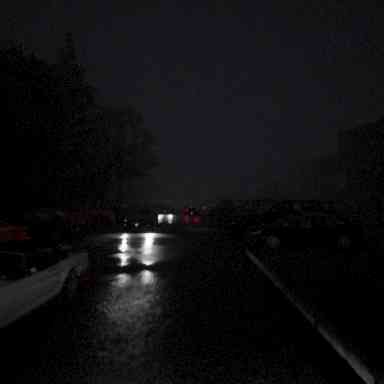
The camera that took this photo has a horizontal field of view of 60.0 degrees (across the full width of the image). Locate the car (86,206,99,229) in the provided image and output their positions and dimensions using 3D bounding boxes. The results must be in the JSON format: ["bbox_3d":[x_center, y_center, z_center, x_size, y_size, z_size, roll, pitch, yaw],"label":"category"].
[{"bbox_3d":[-8.335,1.745,19.920,4.674,1.452,2.002,0,-1,0],"label":"car"}]

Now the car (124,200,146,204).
[{"bbox_3d":[-8.164,1.999,36.625,5.366,1.575,1.946,0,-1,0],"label":"car"}]

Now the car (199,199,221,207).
[{"bbox_3d":[4.660,2.815,87.199,5.566,2.045,2.435,0,-1,0],"label":"car"}]

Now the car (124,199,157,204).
[{"bbox_3d":[-8.343,1.962,47.767,5.566,2.045,2.435,0,-1,0],"label":"car"}]

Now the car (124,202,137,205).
[{"bbox_3d":[-8.343,1.990,33.839,4.674,1.452,2.002,0,-1,0],"label":"car"}]

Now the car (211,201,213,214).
[{"bbox_3d":[4.740,1.952,33.946,4.892,1.521,2.231,0,-1,0],"label":"car"}]

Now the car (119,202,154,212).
[{"bbox_3d":[-8.371,2.269,50.548,5.008,1.535,2.097,0,-1,0],"label":"car"}]

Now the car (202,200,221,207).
[{"bbox_3d":[4.674,2.818,81.591,4.553,1.767,2.185,0,-1,0],"label":"car"}]

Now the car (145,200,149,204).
[{"bbox_3d":[-8.331,2.136,42.194,4.792,1.488,2.163,0,-1,0],"label":"car"}]

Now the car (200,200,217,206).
[{"bbox_3d":[4.589,3.064,92.801,4.553,1.767,2.185,0,-1,0],"label":"car"}]

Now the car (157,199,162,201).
[{"bbox_3d":[-8.358,2.135,56.121,5.566,2.045,2.435,0,-1,0],"label":"car"}]

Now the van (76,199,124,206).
[{"bbox_3d":[-8.454,1.619,28.273,4.442,1.987,1.878,0,-1,0],"label":"van"}]

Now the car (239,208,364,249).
[{"bbox_3d":[4.754,1.627,14.329,4.892,1.521,2.231,0,-1,0],"label":"car"}]

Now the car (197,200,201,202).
[{"bbox_3d":[-0.042,2.340,50.724,2.033,1.411,5.357,0,-1,0],"label":"car"}]

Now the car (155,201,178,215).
[{"bbox_3d":[-3.293,2.206,43.022,1.994,1.385,4.181,0,-1,0],"label":"car"}]

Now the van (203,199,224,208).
[{"bbox_3d":[4.776,2.533,73.185,4.442,1.987,1.878,0,-1,0],"label":"van"}]

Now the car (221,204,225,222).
[{"bbox_3d":[4.740,1.749,22.734,4.892,1.521,2.231,0,-1,0],"label":"car"}]

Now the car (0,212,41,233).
[{"bbox_3d":[-8.327,1.593,11.567,5.008,1.535,2.097,0,-1,0],"label":"car"}]

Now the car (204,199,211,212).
[{"bbox_3d":[4.691,1.857,42.359,5.566,2.045,2.435,0,-1,0],"label":"car"}]

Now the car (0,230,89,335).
[{"bbox_3d":[-3.610,1.657,5.990,1.895,1.301,4.718,0,-1,4],"label":"car"}]

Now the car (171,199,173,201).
[{"bbox_3d":[-8.262,3.056,86.770,5.366,1.575,1.946,0,-1,0],"label":"car"}]

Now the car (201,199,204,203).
[{"bbox_3d":[4.506,2.387,56.364,5.366,1.575,1.946,0,-1,0],"label":"car"}]

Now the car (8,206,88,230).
[{"bbox_3d":[-8.337,1.663,17.134,5.008,1.535,2.097,0,-1,0],"label":"car"}]

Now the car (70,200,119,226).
[{"bbox_3d":[-8.304,1.671,25.491,4.553,1.767,2.185,0,-1,0],"label":"car"}]

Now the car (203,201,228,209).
[{"bbox_3d":[4.699,2.665,67.574,4.792,1.488,2.163,0,-1,0],"label":"car"}]

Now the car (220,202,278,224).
[{"bbox_3d":[4.774,1.720,28.341,4.553,1.767,2.185,0,-1,0],"label":"car"}]

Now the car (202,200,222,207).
[{"bbox_3d":[4.679,2.756,78.788,4.553,1.767,2.185,0,-1,0],"label":"car"}]

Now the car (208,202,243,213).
[{"bbox_3d":[4.737,2.245,47.958,4.792,1.488,2.163,0,-1,0],"label":"car"}]

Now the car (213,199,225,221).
[{"bbox_3d":[4.716,1.545,25.543,5.566,2.045,2.435,0,-1,0],"label":"car"}]

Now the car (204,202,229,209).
[{"bbox_3d":[4.704,2.604,64.772,4.792,1.488,2.163,0,-1,0],"label":"car"}]

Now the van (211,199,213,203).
[{"bbox_3d":[4.613,1.777,36.752,4.442,1.987,1.878,0,-1,0],"label":"van"}]

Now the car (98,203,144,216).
[{"bbox_3d":[-8.349,2.054,39.410,5.008,1.535,2.097,0,-1,0],"label":"car"}]

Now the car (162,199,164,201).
[{"bbox_3d":[-8.364,2.193,58.782,5.566,2.045,2.435,0,-1,0],"label":"car"}]

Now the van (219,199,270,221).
[{"bbox_3d":[4.855,1.672,31.147,4.442,1.987,1.878,0,-1,0],"label":"van"}]

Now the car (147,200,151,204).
[{"bbox_3d":[-8.394,2.188,44.979,4.792,1.488,2.163,0,-1,0],"label":"car"}]

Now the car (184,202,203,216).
[{"bbox_3d":[-0.022,2.199,40.729,1.895,1.301,4.718,0,-1,0],"label":"car"}]

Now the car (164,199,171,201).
[{"bbox_3d":[-8.448,2.999,83.993,4.892,1.521,2.231,0,-1,0],"label":"car"}]

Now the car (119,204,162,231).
[{"bbox_3d":[-3.347,1.771,22.547,1.837,1.490,4.892,0,-1,0],"label":"car"}]

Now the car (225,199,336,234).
[{"bbox_3d":[4.719,1.412,17.134,5.566,2.045,2.435,0,-1,0],"label":"car"}]

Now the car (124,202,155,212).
[{"bbox_3d":[-8.379,2.364,53.207,4.674,1.452,2.002,0,-1,0],"label":"car"}]

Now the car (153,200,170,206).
[{"bbox_3d":[-8.489,3.055,92.321,4.553,1.767,2.185,0,-1,0],"label":"car"}]

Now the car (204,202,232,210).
[{"bbox_3d":[4.657,2.481,59.166,4.792,1.488,2.163,0,-1,0],"label":"car"}]

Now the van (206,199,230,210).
[{"bbox_3d":[4.798,2.287,61.975,4.442,1.987,1.878,0,-1,0],"label":"van"}]
